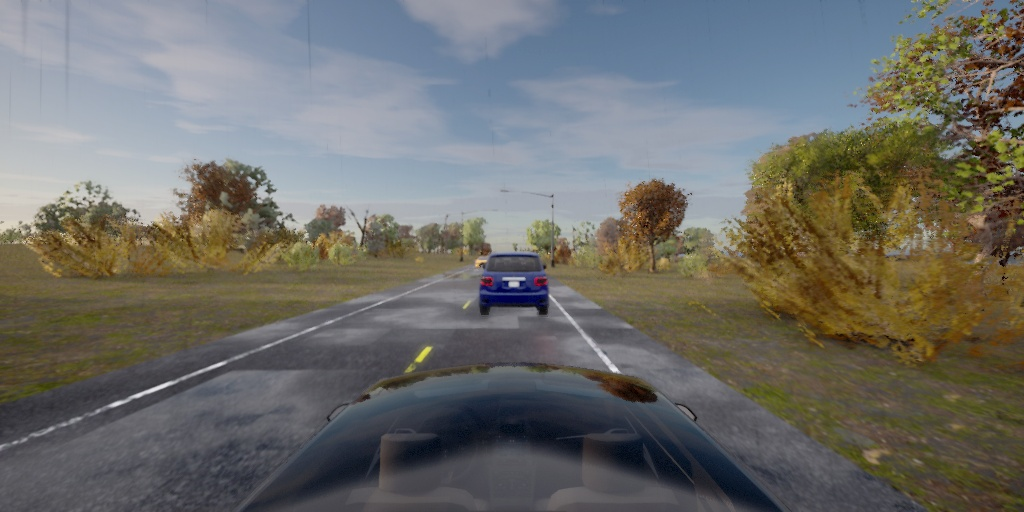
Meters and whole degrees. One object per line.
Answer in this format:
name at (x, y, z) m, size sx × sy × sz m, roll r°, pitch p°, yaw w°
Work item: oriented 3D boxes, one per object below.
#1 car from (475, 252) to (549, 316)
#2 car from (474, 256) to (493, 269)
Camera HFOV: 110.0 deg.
car at (0.091, 0.857, 12.868) m, size 2.150 × 2.045 × 5.566 m, roll 0°, pitch 1°, yaw 1°
car at (-3.523, 0.786, 45.155) m, size 1.882 × 1.535 × 5.008 m, roll 0°, pitch 1°, yaw 0°
